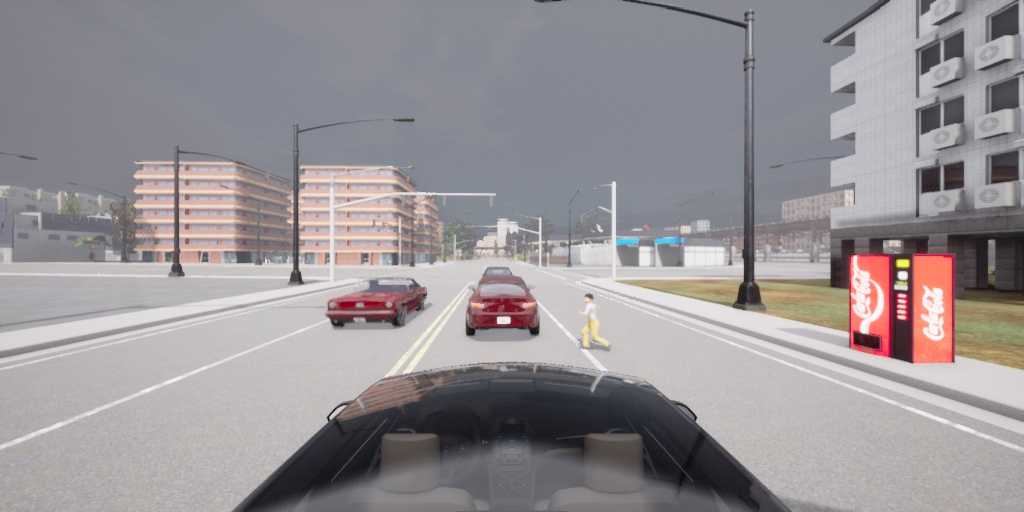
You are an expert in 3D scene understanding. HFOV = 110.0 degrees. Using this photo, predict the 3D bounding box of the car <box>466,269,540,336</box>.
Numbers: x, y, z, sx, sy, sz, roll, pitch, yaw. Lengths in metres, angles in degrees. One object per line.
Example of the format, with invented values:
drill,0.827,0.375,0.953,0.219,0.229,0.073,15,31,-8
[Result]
car,-0.298,1.272,10.306,1.812,1.442,4.674,0,0,-3

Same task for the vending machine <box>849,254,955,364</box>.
vending machine,7.204,0.943,6.697,1.100,2.100,0.880,0,0,-3

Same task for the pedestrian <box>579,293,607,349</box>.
pedestrian,1.685,1.322,7.449,0.375,1.300,0.375,0,0,-3

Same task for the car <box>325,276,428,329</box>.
car,-4.028,1.347,11.446,1.895,1.301,4.718,0,0,-3

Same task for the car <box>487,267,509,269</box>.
car,-0.785,1.290,19.878,2.033,1.411,5.357,0,0,-3
